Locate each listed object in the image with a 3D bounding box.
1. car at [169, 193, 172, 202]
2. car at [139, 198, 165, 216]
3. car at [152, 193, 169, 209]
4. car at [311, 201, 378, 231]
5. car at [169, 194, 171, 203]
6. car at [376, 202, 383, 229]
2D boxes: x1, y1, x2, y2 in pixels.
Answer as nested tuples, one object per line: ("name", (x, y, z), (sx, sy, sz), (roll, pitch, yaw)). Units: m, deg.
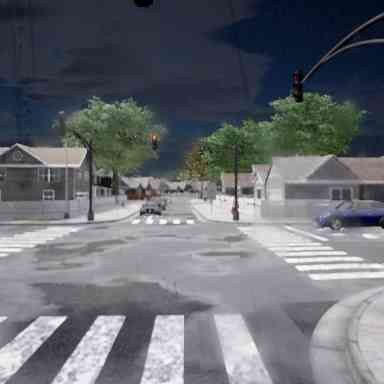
("car", (-5.299, 1.322, 67.170), (2.150, 2.045, 5.566), (0, 0, 0))
("car", (-3.906, 1.572, 32.229), (1.994, 1.385, 4.181), (0, 0, -3))
("car", (-4.325, 1.359, 41.176), (2.097, 1.767, 4.553), (0, 0, -2))
("car", (9.635, 1.329, 20.041), (4.553, 1.767, 2.097), (0, 0, -1))
("car", (-4.803, 1.495, 51.504), (2.128, 1.511, 4.902), (0, 0, -3))
("car", (12.472, 1.421, 16.858), (5.008, 1.535, 1.882), (0, 0, -1))
